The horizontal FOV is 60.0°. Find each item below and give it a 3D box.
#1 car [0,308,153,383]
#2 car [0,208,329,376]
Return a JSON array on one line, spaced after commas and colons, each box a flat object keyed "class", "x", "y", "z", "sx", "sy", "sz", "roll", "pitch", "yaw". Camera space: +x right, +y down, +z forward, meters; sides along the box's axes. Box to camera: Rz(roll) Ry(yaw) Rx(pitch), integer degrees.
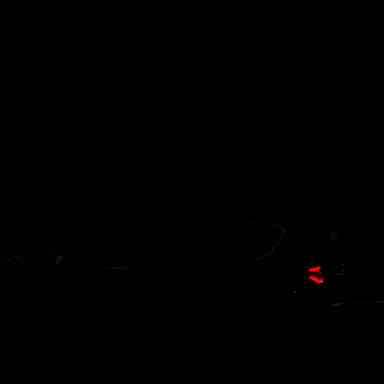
[{"class": "car", "x": -2.567, "y": 1.627, "z": 1.512, "sx": 4.718, "sy": 1.301, "sz": 1.895, "roll": 0, "pitch": -1, "yaw": -8}, {"class": "car", "x": -0.843, "y": 1.288, "z": 4.980, "sx": 5.566, "sy": 2.045, "sz": 2.150, "roll": 0, "pitch": -1, "yaw": -8}]
